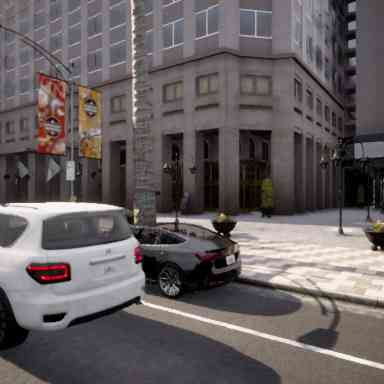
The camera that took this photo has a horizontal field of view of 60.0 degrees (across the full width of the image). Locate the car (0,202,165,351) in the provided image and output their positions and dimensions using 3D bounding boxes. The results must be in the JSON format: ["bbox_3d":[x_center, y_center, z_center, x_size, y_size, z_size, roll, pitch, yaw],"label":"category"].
[{"bbox_3d":[-3.399,1.220,6.416,5.566,2.045,2.150,0,0,35],"label":"car"}]

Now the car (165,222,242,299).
[{"bbox_3d":[-1.076,1.513,8.554,4.786,1.482,2.161,0,0,35],"label":"car"}]
